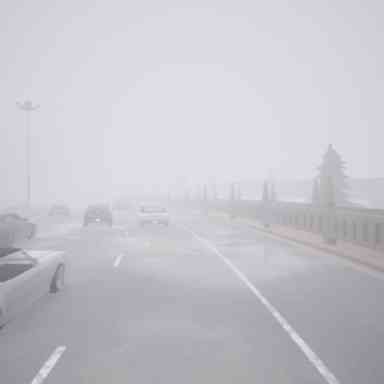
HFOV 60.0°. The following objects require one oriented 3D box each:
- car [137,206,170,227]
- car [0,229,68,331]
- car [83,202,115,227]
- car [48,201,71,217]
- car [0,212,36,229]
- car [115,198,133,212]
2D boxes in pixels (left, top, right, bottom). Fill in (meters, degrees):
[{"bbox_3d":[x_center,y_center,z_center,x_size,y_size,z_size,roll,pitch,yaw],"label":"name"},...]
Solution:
[{"bbox_3d":[-2.809,1.608,23.026,1.895,1.301,4.718,0,0,-13],"label":"car"},{"bbox_3d":[-3.752,1.616,5.847,1.895,1.301,4.718,0,0,-4],"label":"car"},{"bbox_3d":[-6.551,1.535,23.453,1.837,1.490,4.892,0,0,-14],"label":"car"},{"bbox_3d":[-12.776,1.597,32.078,1.812,1.442,4.674,0,0,-20],"label":"car"},{"bbox_3d":[-8.243,1.565,14.260,1.812,1.442,4.674,0,0,-8],"label":"car"},{"bbox_3d":[-8.337,1.538,39.919,1.837,1.490,4.892,0,0,-23],"label":"car"}]
